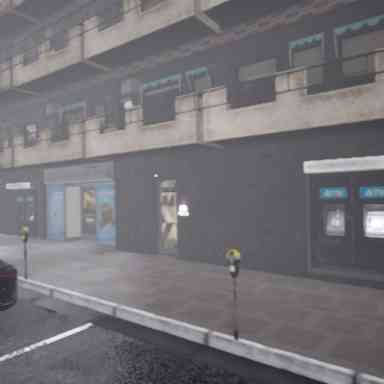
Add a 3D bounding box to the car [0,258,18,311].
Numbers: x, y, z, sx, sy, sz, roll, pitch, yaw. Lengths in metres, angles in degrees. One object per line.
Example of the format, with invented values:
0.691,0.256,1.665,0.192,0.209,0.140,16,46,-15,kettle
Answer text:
-5.113,1.589,6.540,4.313,1.339,1.947,0,-1,36,car
